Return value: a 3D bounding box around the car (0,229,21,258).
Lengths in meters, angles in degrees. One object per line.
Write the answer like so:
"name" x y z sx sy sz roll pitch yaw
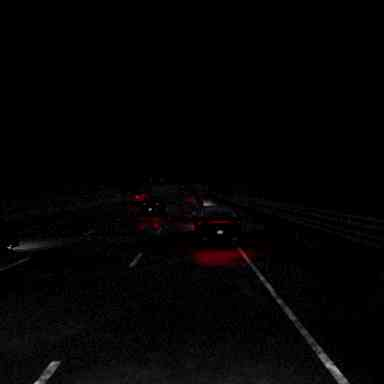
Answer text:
"car" -6.898 1.445 9.134 2.033 1.411 5.357 0 1 0

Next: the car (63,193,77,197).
"car" -21.030 0.875 60.048 1.837 1.490 4.892 0 1 1

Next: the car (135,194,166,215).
"car" -3.396 1.181 29.610 2.128 1.511 4.902 0 1 0

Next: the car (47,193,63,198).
"car" -24.522 0.934 60.044 1.994 1.385 4.181 0 1 1

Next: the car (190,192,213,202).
"car" 1.052 1.089 24.852 2.097 1.767 4.553 0 1 0

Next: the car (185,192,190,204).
"car" 0.022 0.830 49.870 2.097 1.767 4.553 0 1 0

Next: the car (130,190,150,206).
"car" -6.895 0.754 44.804 2.150 2.045 5.566 0 1 0

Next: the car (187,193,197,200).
"car" 0.009 0.844 67.865 2.033 1.411 5.357 0 1 0

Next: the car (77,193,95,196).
"car" -17.542 1.004 57.077 1.895 1.301 4.718 0 1 1

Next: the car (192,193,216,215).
"car" 1.053 1.028 30.852 2.097 1.767 4.553 0 1 0

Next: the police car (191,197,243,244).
"police car" 1.052 1.263 14.992 1.930 1.638 5.238 0 1 0
